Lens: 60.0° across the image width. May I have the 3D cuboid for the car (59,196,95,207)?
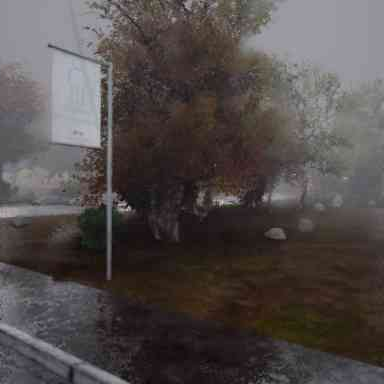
[{"bbox_3d":[-14.186,1.180,42.570,1.994,1.385,4.181,1,1,38],"label":"car"}]

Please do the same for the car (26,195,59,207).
[{"bbox_3d":[-18.383,1.134,42.888,2.033,1.411,5.357,1,1,39],"label":"car"}]
